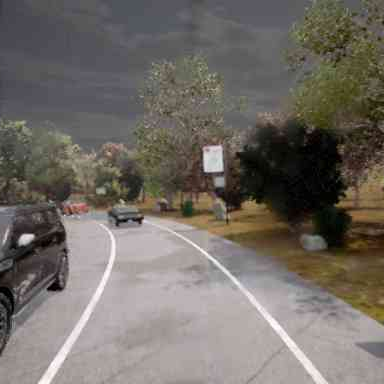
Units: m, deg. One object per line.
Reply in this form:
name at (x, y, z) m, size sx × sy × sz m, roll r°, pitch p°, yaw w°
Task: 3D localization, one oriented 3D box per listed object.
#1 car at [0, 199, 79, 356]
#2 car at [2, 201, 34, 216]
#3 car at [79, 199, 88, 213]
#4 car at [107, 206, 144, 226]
car at (-3.860, 1.257, 6.065) m, size 2.150 × 2.045 × 5.566 m, roll -1°, pitch 0°, yaw -7°
car at (-23.095, 2.184, 44.094) m, size 4.553 × 1.767 × 2.097 m, roll -3°, pitch 2°, yaw 42°
car at (-14.017, 1.664, 39.250) m, size 2.097 × 1.767 × 4.553 m, roll -4°, pitch 1°, yaw -37°
car at (-4.894, 1.636, 23.889) m, size 1.895 × 1.301 × 4.718 m, roll -2°, pitch 0°, yaw -22°
